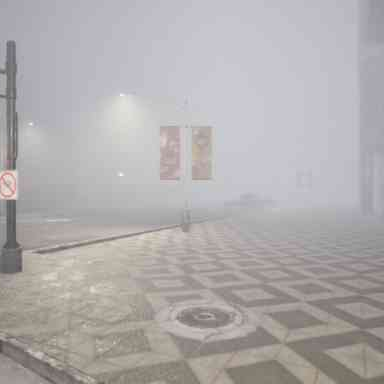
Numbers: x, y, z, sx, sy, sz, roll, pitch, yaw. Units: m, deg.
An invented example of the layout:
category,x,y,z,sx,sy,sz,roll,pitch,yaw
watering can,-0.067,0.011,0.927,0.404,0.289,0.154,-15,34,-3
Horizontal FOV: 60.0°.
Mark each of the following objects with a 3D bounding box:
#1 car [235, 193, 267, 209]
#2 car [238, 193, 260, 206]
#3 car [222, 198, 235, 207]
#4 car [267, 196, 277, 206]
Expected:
category,x,y,z,sx,sy,sz,roll,pitch,yaw
car,8.202,1.187,45.830,2.150,2.045,5.566,0,0,26
car,9.811,1.180,56.612,2.150,2.045,5.566,0,0,26
car,6.150,1.568,49.047,1.895,1.301,4.718,0,0,27
car,12.719,1.446,55.159,2.128,1.511,4.902,0,0,26
